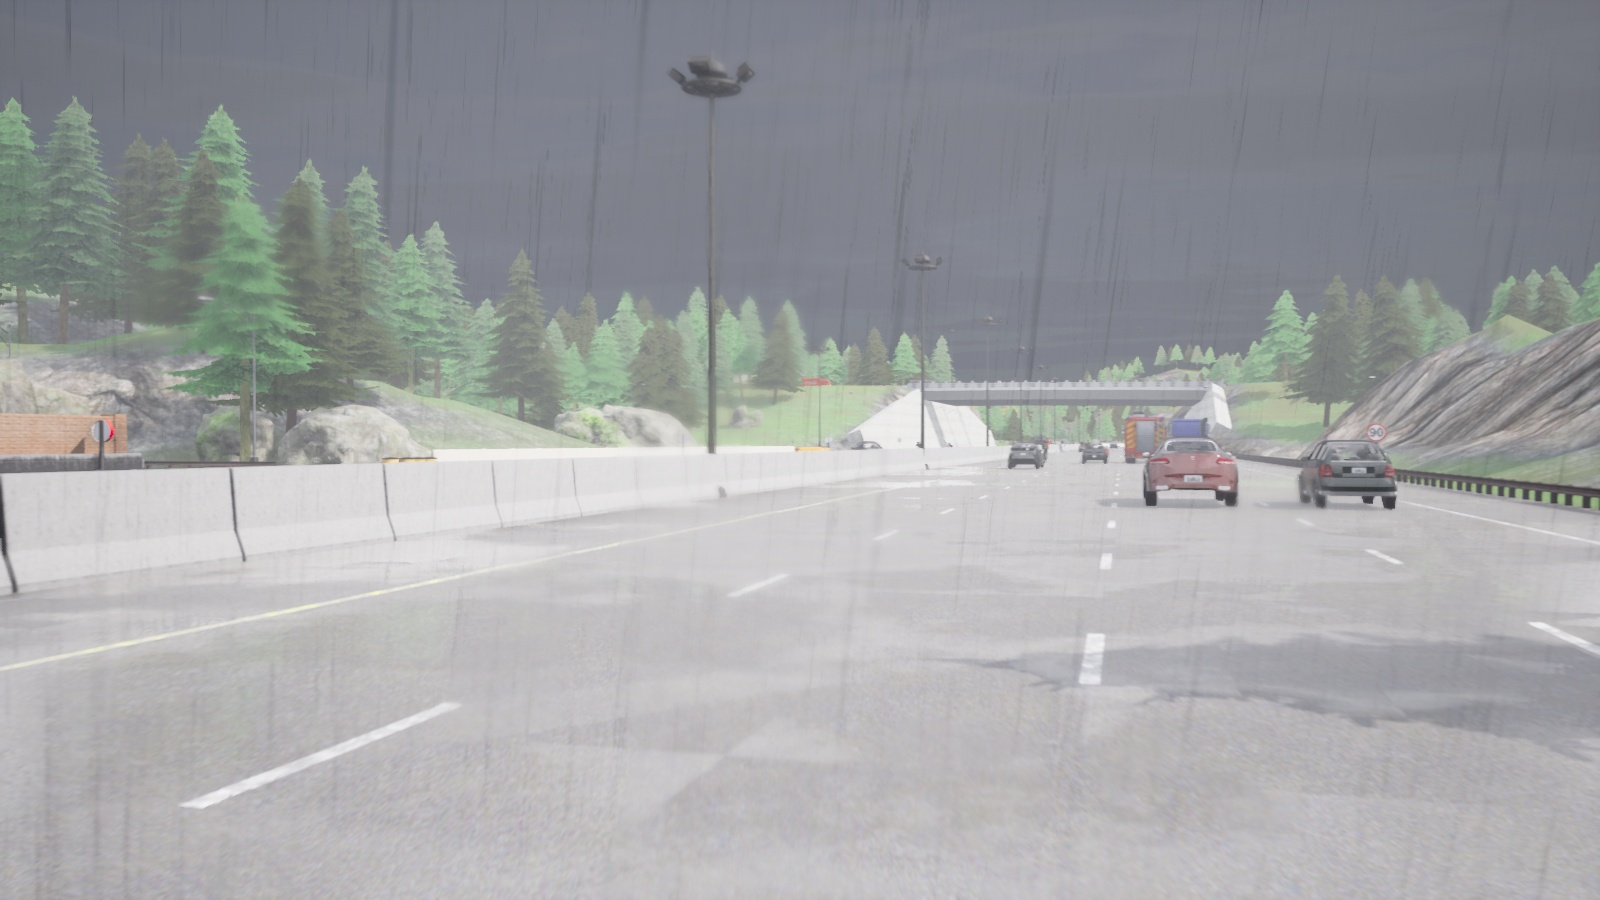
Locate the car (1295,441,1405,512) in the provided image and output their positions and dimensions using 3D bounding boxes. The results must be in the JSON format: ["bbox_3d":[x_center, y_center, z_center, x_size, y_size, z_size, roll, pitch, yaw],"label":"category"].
[{"bbox_3d":[12.829,0.570,29.500,1.789,1.549,3.705,0,0,14],"label":"car"}]

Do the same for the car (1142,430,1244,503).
[{"bbox_3d":[9.636,0.358,31.122,2.152,1.651,5.027,0,0,14],"label":"car"}]

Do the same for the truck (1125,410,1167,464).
[{"bbox_3d":[25.745,-0.922,93.687,2.891,3.827,8.468,0,0,14],"label":"truck"}]

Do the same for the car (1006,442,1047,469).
[{"bbox_3d":[13.173,0.295,72.939,2.007,1.525,4.514,0,0,14],"label":"car"}]

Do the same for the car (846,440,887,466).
[{"bbox_3d":[4.300,0.197,80.588,1.851,1.617,3.988,0,0,14],"label":"car"}]

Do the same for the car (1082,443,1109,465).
[{"bbox_3d":[21.355,0.269,90.677,1.816,1.474,4.193,0,0,14],"label":"car"}]
